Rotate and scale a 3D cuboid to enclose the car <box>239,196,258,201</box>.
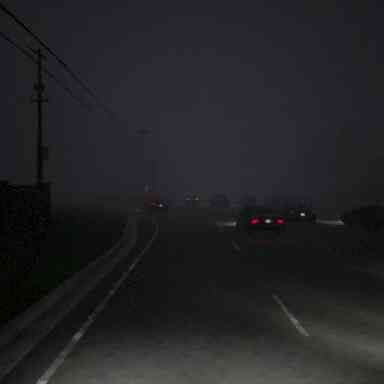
[{"bbox_3d":[7.092,1.235,41.985,1.837,1.490,4.892,0,0,0],"label":"car"}]

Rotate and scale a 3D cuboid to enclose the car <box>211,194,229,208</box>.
[{"bbox_3d":[3.591,1.070,43.664,2.097,1.767,4.553,0,0,0],"label":"car"}]

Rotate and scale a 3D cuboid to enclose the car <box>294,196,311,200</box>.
[{"bbox_3d":[14.090,1.272,42.859,2.033,1.411,5.357,0,0,0],"label":"car"}]

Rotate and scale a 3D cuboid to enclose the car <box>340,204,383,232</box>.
[{"bbox_3d":[10.596,1.423,19.278,2.033,1.411,5.357,0,0,0],"label":"car"}]

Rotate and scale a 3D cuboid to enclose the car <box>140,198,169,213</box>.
[{"bbox_3d":[-3.798,1.286,33.310,2.163,1.488,4.792,0,0,-22],"label":"car"}]

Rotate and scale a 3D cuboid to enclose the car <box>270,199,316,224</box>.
[{"bbox_3d":[7.096,1.412,23.304,1.994,1.385,4.181,0,0,0],"label":"car"}]

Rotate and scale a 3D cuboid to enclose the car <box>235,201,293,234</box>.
[{"bbox_3d":[3.595,1.427,18.285,2.033,1.411,5.357,0,0,0],"label":"car"}]

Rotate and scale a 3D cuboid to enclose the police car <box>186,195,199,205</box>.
[{"bbox_3d":[0.090,1.181,50.314,2.038,1.542,4.974,0,0,0],"label":"police car"}]

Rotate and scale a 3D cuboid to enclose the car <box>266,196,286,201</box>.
[{"bbox_3d":[10.591,1.210,41.583,1.882,1.535,5.008,0,0,0],"label":"car"}]
